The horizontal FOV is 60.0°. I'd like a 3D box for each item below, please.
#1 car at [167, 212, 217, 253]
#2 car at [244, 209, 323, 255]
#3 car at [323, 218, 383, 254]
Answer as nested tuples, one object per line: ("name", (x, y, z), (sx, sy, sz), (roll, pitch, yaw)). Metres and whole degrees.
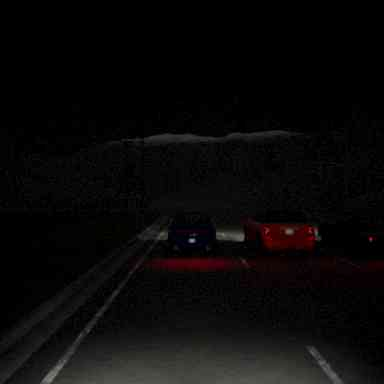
("car", (0.005, 1.612, 14.472), (1.882, 1.535, 5.008), (0, 0, 0))
("car", (3.502, 1.481, 14.080), (2.097, 1.767, 4.553), (0, -1, 0))
("car", (7.002, 1.731, 14.101), (1.895, 1.301, 4.718), (0, 0, 0))
